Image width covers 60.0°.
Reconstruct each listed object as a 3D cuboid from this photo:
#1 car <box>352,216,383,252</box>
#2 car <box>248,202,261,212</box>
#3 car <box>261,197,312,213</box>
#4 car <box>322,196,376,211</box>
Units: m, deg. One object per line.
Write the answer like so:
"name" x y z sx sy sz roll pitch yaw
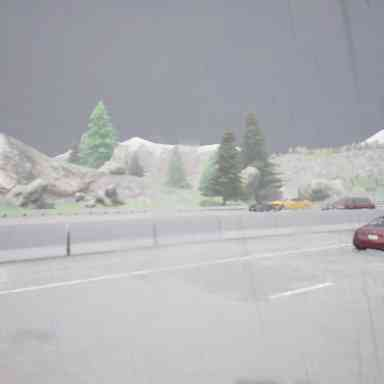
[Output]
"car" 8.148 1.576 12.786 4.181 1.385 1.994 0 0 -30
"car" 8.332 1.589 36.766 4.181 1.385 1.994 0 0 -25
"car" 9.829 1.191 33.601 5.008 1.535 1.882 0 0 -25
"car" 12.847 1.173 27.284 4.553 1.767 2.097 0 0 -25
